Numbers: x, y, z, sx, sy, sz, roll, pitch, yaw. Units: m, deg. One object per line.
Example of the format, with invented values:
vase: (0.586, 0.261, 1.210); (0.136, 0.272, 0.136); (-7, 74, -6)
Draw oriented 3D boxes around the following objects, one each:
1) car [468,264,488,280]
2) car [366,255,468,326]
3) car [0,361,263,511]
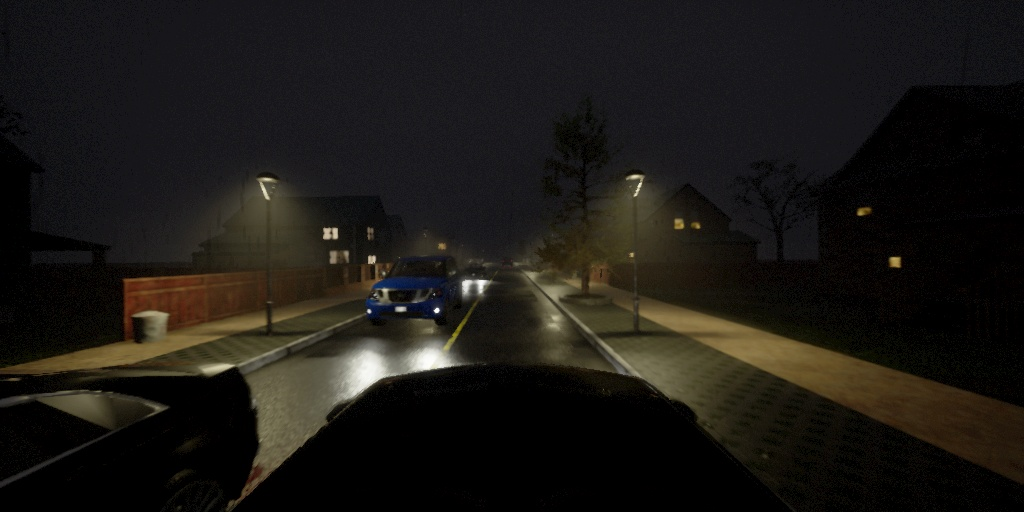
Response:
car: (-3.175, 1.372, 31.615); (1.994, 1.385, 4.181); (-1, 0, 0)
car: (-2.969, 1.001, 12.176); (2.150, 2.045, 5.566); (-1, 1, -1)
car: (-2.810, 1.271, 0.708); (2.128, 1.511, 4.902); (-1, 0, -1)
